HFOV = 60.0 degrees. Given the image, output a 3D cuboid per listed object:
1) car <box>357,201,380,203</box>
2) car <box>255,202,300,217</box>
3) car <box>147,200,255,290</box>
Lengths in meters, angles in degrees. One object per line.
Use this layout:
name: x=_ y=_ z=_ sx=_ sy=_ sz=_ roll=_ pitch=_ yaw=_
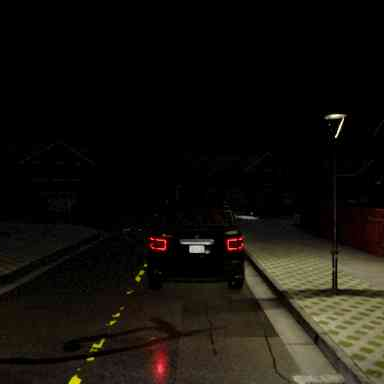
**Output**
car: x=18.981 y=1.714 z=36.308 sx=4.902 sy=1.511 sz=2.128 roll=0 pitch=0 yaw=-20
car: x=8.118 y=1.653 z=32.310 sx=5.357 sy=1.411 sz=2.033 roll=1 pitch=0 yaw=-21
car: x=0.080 y=1.220 z=9.232 sx=2.150 sy=2.045 sz=5.566 roll=0 pitch=0 yaw=0
